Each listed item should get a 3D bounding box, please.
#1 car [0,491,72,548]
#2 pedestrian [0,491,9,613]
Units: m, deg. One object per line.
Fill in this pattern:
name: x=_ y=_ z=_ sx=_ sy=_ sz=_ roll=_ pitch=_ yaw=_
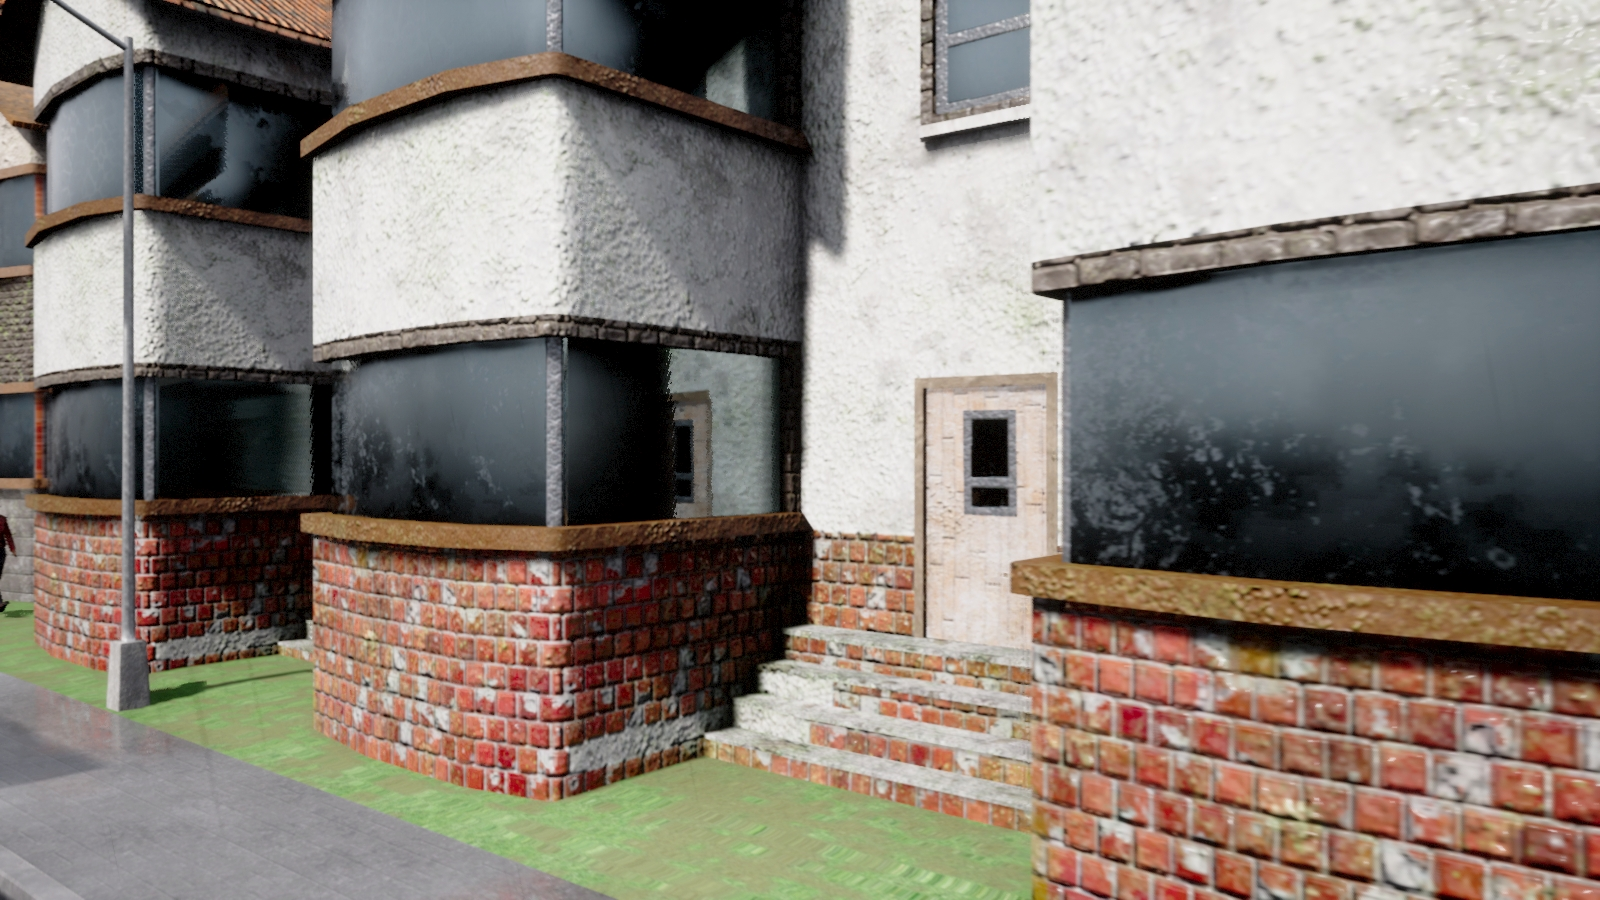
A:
car: x=-22.577 y=1.910 z=30.722 sx=2.002 sy=1.442 sz=4.674 roll=0 pitch=0 yaw=39
pedestrian: x=-12.452 y=1.569 z=17.556 sx=0.375 sy=1.860 sz=0.375 roll=0 pitch=0 yaw=37
